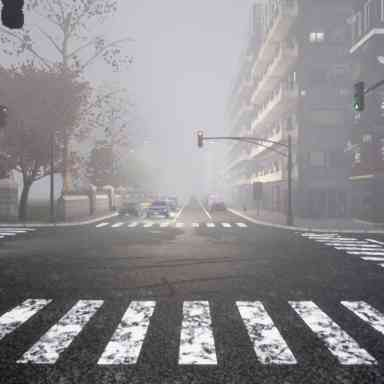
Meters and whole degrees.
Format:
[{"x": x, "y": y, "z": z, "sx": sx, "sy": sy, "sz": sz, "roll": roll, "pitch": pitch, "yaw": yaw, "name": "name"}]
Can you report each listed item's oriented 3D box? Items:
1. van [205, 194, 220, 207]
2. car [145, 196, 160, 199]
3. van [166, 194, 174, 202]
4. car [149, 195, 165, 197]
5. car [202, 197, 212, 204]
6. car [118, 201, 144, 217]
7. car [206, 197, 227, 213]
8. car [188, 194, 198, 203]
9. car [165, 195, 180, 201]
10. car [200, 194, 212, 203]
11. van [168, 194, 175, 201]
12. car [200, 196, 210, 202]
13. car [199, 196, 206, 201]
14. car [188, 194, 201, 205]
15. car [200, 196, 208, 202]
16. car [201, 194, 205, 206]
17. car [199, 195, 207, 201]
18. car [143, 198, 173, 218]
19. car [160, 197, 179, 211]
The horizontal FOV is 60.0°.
[{"x": 2.833, "y": 1.365, "z": 42.161, "sx": 1.690, "sy": 1.788, "sz": 3.998, "roll": 0, "pitch": 0, "yaw": 0, "name": "van"}, {"x": -5.548, "y": 1.549, "z": 42.019, "sx": 1.752, "sy": 1.417, "sz": 4.829, "roll": 0, "pitch": 0, "yaw": 0, "name": "car"}, {"x": -5.419, "y": 1.431, "z": 81.600, "sx": 1.690, "sy": 1.788, "sz": 3.998, "roll": 0, "pitch": 0, "yaw": 0, "name": "van"}, {"x": -5.529, "y": 1.346, "z": 47.819, "sx": 2.192, "sy": 1.841, "sz": 5.009, "roll": 0, "pitch": 0, "yaw": 0, "name": "car"}, {"x": 2.906, "y": 1.602, "z": 64.681, "sx": 1.887, "sy": 1.381, "sz": 4.507, "roll": 0, "pitch": 0, "yaw": 0, "name": "car"}, {"x": -5.585, "y": 1.579, "z": 30.928, "sx": 1.947, "sy": 1.339, "sz": 4.313, "roll": 0, "pitch": 0, "yaw": 0, "name": "car"}, {"x": 2.813, "y": 1.563, "z": 36.530, "sx": 1.887, "sy": 1.381, "sz": 4.507, "roll": 0, "pitch": 0, "yaw": 0, "name": "car"}, {"x": 0.246, "y": 1.424, "z": 71.423, "sx": 2.097, "sy": 1.767, "sz": 4.553, "roll": 0, "pitch": 0, "yaw": 0, "name": "car"}, {"x": -2.910, "y": 1.540, "z": 50.436, "sx": 1.837, "sy": 1.490, "sz": 4.892, "roll": 0, "pitch": 0, "yaw": 0, "name": "car"}, {"x": 2.925, "y": 1.382, "z": 70.312, "sx": 2.192, "sy": 1.841, "sz": 5.009, "roll": 0, "pitch": 0, "yaw": 0, "name": "car"}, {"x": -5.400, "y": 1.444, "z": 87.229, "sx": 1.690, "sy": 1.788, "sz": 3.998, "roll": 0, "pitch": 0, "yaw": 0, "name": "van"}, {"x": 2.943, "y": 1.628, "z": 75.942, "sx": 2.008, "sy": 1.369, "sz": 4.403, "roll": 0, "pitch": 0, "yaw": 0, "name": "car"}, {"x": 2.998, "y": 1.699, "z": 92.832, "sx": 1.802, "sy": 1.307, "sz": 4.206, "roll": 0, "pitch": 0, "yaw": 0, "name": "car"}, {"x": 0.303, "y": 1.577, "z": 61.343, "sx": 1.812, "sy": 1.442, "sz": 4.674, "roll": 0, "pitch": 0, "yaw": 0, "name": "car"}, {"x": 2.961, "y": 1.634, "z": 81.572, "sx": 1.887, "sy": 1.381, "sz": 4.507, "roll": 0, "pitch": 0, "yaw": 0, "name": "car"}, {"x": 2.869, "y": 1.479, "z": 53.422, "sx": 1.967, "sy": 1.590, "sz": 4.097, "roll": 0, "pitch": 0, "yaw": 0, "name": "car"}, {"x": 2.980, "y": 1.543, "z": 87.201, "sx": 1.967, "sy": 1.590, "sz": 4.097, "roll": 0, "pitch": 0, "yaw": 0, "name": "car"}, {"x": -2.993, "y": 1.539, "z": 30.321, "sx": 1.812, "sy": 1.442, "sz": 4.674, "roll": 0, "pitch": 0, "yaw": 0, "name": "car"}, {"x": -2.960, "y": 1.623, "z": 40.245, "sx": 1.895, "sy": 1.301, "sz": 4.718, "roll": 0, "pitch": 0, "yaw": 0, "name": "car"}]
